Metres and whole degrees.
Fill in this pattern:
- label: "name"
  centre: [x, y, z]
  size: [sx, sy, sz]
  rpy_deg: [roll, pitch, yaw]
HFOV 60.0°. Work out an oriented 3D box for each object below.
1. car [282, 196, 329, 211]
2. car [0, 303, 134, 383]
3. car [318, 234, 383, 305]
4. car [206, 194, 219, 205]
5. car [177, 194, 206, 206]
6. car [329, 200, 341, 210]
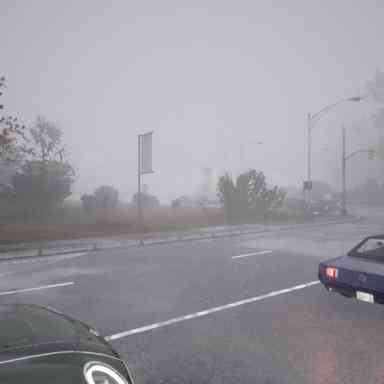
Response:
- label: "car"
  centre: [11.698, 1.291, 35.704]
  size: [1.837, 1.490, 4.892]
  rpy_deg: [-1, 0, -38]
- label: "car"
  centre: [-2.567, 1.352, 1.893]
  size: [4.553, 1.767, 2.097]
  rpy_deg: [0, 0, -36]
- label: "car"
  centre: [4.906, 1.573, 7.230]
  size: [4.718, 1.301, 1.895]
  rpy_deg: [0, 0, -35]
- label: "car"
  centre: [2.308, 1.117, 53.095]
  size: [2.097, 1.767, 4.553]
  rpy_deg: [-1, 0, -39]
- label: "car"
  centre: [-0.568, 1.300, 51.089]
  size: [1.837, 1.490, 4.892]
  rpy_deg: [-1, 0, -39]
- label: "car"
  centre: [14.419, 1.247, 37.937]
  size: [2.128, 1.511, 4.902]
  rpy_deg: [-1, 0, -39]
